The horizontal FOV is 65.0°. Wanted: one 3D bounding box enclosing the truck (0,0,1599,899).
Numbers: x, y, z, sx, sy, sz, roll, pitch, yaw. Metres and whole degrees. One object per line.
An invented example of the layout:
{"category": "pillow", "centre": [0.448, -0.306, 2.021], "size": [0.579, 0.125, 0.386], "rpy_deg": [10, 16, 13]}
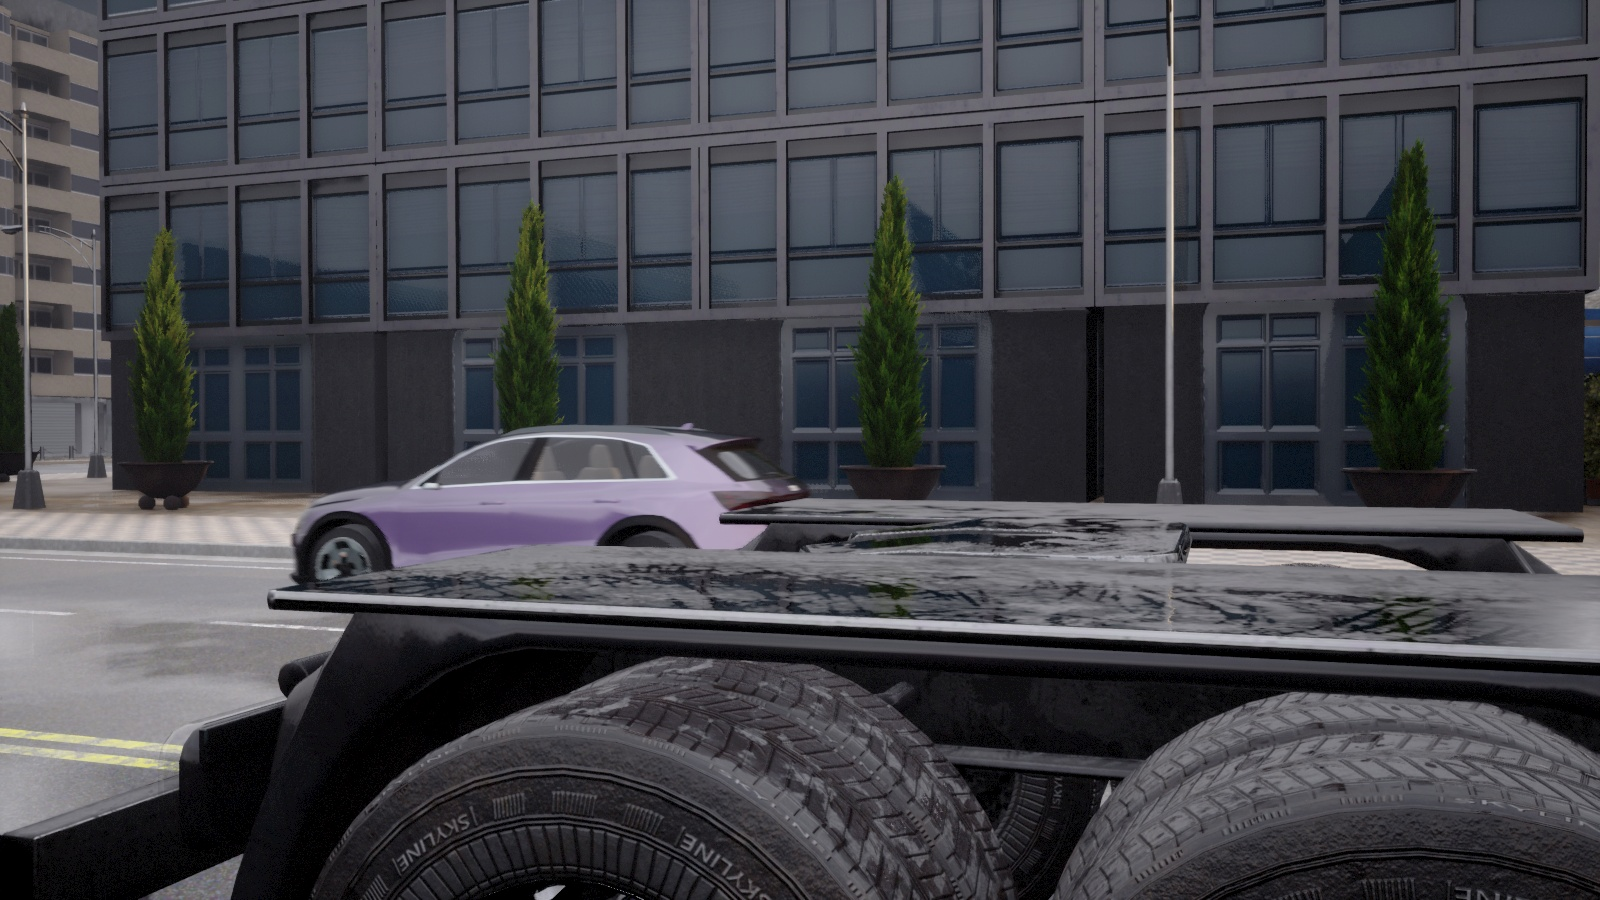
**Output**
{"category": "truck", "centre": [2.642, -0.182, 2.289], "size": [7.936, 3.462, 2.891], "rpy_deg": [1, 1, 19]}

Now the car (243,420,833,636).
{"category": "car", "centre": [-2.325, 0.566, 11.361], "size": [4.856, 1.649, 2.033], "rpy_deg": [1, 1, 19]}
